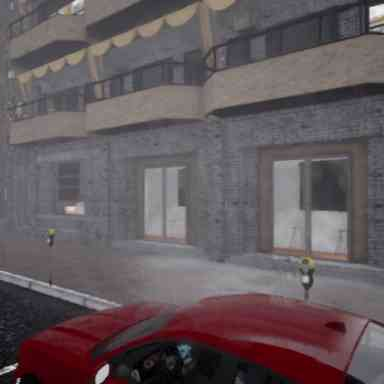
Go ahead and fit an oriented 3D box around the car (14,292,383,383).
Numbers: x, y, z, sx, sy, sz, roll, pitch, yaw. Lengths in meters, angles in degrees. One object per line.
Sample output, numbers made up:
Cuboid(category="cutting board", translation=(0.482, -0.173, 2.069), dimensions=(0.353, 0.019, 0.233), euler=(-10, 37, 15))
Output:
Cuboid(category="car", translation=(0.342, 1.545, 2.631), dimensions=(4.507, 1.381, 1.887), euler=(0, 0, 35))
